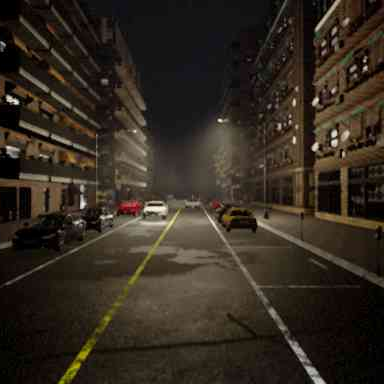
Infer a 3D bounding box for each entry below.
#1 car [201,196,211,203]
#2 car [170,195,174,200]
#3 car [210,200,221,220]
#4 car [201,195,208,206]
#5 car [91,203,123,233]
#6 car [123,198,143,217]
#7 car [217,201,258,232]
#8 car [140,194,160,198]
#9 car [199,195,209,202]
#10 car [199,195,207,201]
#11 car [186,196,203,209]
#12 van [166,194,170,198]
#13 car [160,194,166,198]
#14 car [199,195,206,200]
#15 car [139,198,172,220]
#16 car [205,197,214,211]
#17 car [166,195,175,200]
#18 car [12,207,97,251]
[{"bbox_3d":[2.694,1.436,64.687,1.752,1.417,4.829,0,0,0],"label":"car"},{"bbox_3d":[-5.686,1.439,81.430,2.008,1.369,4.403,0,0,0],"label":"car"},{"bbox_3d":[2.693,1.532,25.063,1.947,1.339,4.313,0,0,0],"label":"car"},{"bbox_3d":[2.694,1.509,53.245,1.802,1.307,4.206,0,0,0],"label":"car"},{"bbox_3d":[-5.689,1.524,19.431,2.008,1.369,4.403,0,0,0],"label":"car"},{"bbox_3d":[-5.688,1.502,30.704,1.887,1.381,4.507,0,0,0],"label":"car"},{"bbox_3d":[2.693,1.499,19.597,1.752,1.417,4.829,0,0,0],"label":"car"},{"bbox_3d":[-5.686,1.257,41.977,2.192,1.841,5.009,0,0,0],"label":"car"},{"bbox_3d":[2.694,1.462,75.789,1.947,1.339,4.313,0,0,0],"label":"car"},{"bbox_3d":[2.695,1.433,81.425,1.887,1.381,4.507,0,0,0],"label":"car"},{"bbox_3d":[0.101,1.539,44.769,1.895,1.301,4.718,0,0,0],"label":"car"},{"bbox_3d":[-5.685,1.252,64.521,1.690,1.788,3.998,0,0,0],"label":"van"},{"bbox_3d":[-5.686,1.452,53.078,1.752,1.417,4.829,0,0,0],"label":"car"},{"bbox_3d":[2.694,1.463,87.062,1.802,1.307,4.206,0,0,0],"label":"car"},{"bbox_3d":[-3.004,1.488,28.017,1.812,1.442,4.674,0,0,0],"label":"car"},{"bbox_3d":[2.693,1.532,36.336,1.802,1.307,4.206,0,0,0],"label":"car"},{"bbox_3d":[-5.686,1.431,87.066,2.008,1.369,4.403,0,0,0],"label":"car"},{"bbox_3d":[-5.688,1.532,13.794,2.008,1.369,4.403,0,0,0],"label":"car"}]
